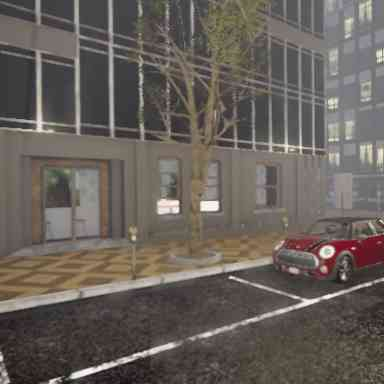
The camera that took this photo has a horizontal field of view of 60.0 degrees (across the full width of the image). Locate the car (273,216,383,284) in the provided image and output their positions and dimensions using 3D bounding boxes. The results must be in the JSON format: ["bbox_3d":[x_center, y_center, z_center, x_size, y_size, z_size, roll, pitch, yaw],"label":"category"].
[{"bbox_3d":[4.199,1.466,9.572,4.097,1.590,1.967,0,-1,-35],"label":"car"}]
